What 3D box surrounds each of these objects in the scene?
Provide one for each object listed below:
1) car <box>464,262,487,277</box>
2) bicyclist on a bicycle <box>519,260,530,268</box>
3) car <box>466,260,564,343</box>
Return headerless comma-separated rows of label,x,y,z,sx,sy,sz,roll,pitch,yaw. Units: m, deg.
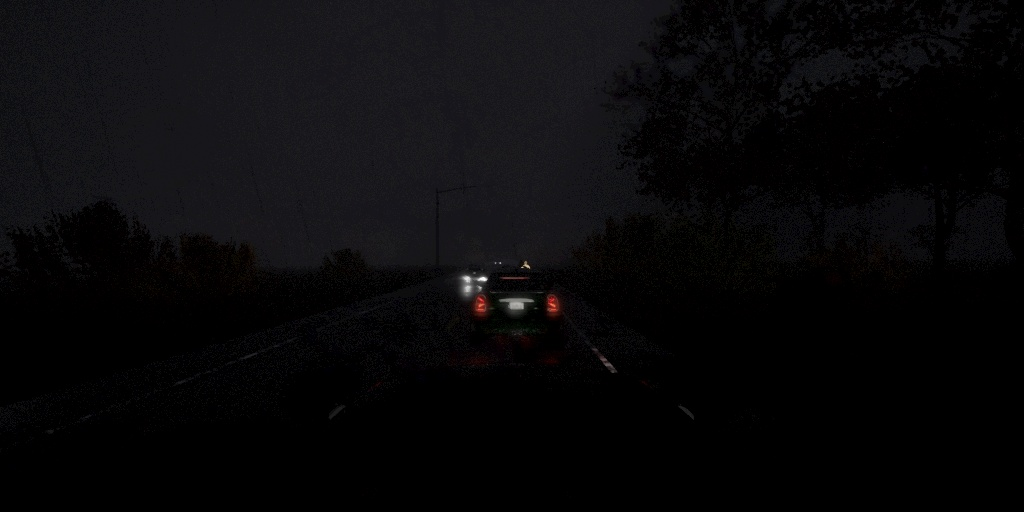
car,-3.623,1.338,36.746,1.895,1.301,4.718,0,0,0
bicyclist on a bicycle,0.974,1.177,25.680,0.866,1.612,1.509,0,0,1
car,0.113,1.099,9.857,2.097,1.767,4.553,0,0,0
